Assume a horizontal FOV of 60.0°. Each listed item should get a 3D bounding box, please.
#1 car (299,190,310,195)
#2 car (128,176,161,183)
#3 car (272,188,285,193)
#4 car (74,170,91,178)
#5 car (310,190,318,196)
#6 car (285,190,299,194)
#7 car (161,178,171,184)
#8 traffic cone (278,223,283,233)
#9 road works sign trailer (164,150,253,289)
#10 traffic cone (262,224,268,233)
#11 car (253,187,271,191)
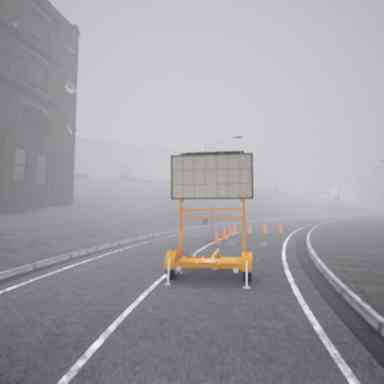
[{"bbox_3d":[26.590,0.450,82.802,4.553,1.767,2.185,5,-7,-42],"label":"car"},{"bbox_3d":[-8.274,-1.837,55.414,4.892,1.521,2.231,3,-6,-34],"label":"car"},{"bbox_3d":[18.363,-0.057,75.430,4.674,1.452,2.002,4,-6,-40],"label":"car"},{"bbox_3d":[-17.349,-2.432,49.329,4.553,1.767,2.185,3,-6,-34],"label":"car"},{"bbox_3d":[30.654,0.707,86.663,5.566,2.045,2.435,5,-7,-43],"label":"car"},{"bbox_3d":[22.438,0.220,78.995,4.892,1.521,2.231,4,-7,-41],"label":"car"},{"bbox_3d":[-3.701,-1.588,58.496,4.892,1.521,2.231,3,-6,-34],"label":"car"},{"bbox_3d":[5.775,2.349,21.678,0.340,0.580,0.340,-2,-2,16],"label":"traffic cone"},{"bbox_3d":[0.605,0.620,9.761,2.380,3.560,2.880,-1,-1,11],"label":"road works sign trailer"},{"bbox_3d":[4.816,2.378,21.949,0.340,0.580,0.340,-2,-2,16],"label":"traffic cone"},{"bbox_3d":[14.137,-0.379,71.894,4.792,1.488,2.163,4,-6,-39],"label":"car"}]
